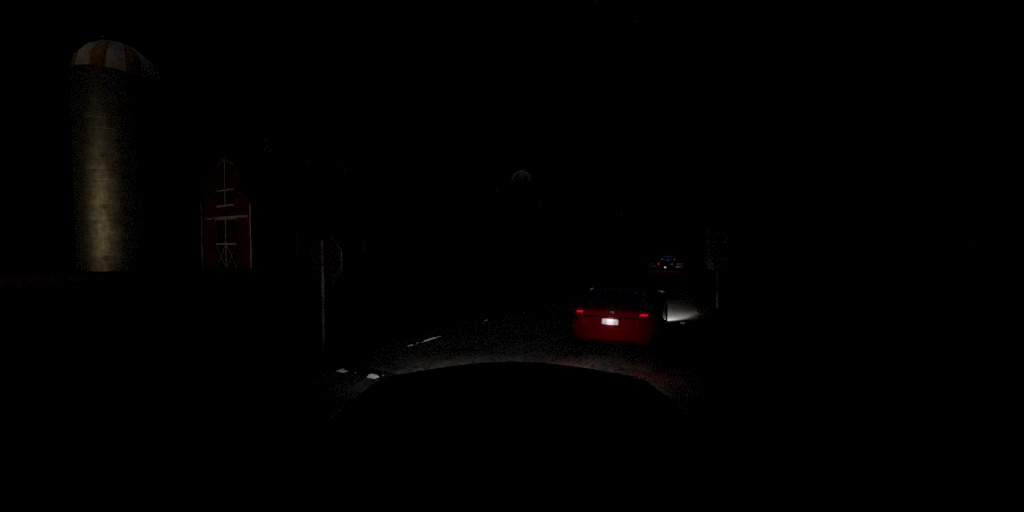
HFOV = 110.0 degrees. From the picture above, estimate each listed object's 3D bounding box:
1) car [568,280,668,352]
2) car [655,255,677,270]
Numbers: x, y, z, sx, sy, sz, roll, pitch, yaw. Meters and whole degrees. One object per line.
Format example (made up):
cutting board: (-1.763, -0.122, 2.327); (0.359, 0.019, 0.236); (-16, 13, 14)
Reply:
car: (2.847, 1.306, 9.141); (1.994, 1.385, 4.181); (0, 0, 25)
car: (16.371, 0.787, 38.094); (1.895, 1.301, 4.718); (0, 1, 25)
